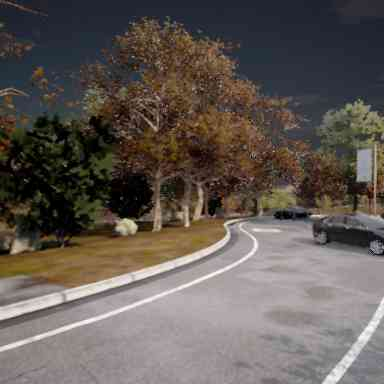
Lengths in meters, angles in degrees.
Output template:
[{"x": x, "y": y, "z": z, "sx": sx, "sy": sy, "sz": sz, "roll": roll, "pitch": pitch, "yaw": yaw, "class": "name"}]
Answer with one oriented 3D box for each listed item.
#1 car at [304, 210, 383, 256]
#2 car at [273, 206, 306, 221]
[{"x": 7.402, "y": 1.730, "z": 14.505, "sx": 1.837, "sy": 1.490, "sz": 4.892, "roll": 1, "pitch": -1, "yaw": -22, "class": "car"}, {"x": 9.738, "y": 2.066, "z": 32.140, "sx": 1.895, "sy": 1.301, "sz": 4.718, "roll": 0, "pitch": -1, "yaw": 43, "class": "car"}]
